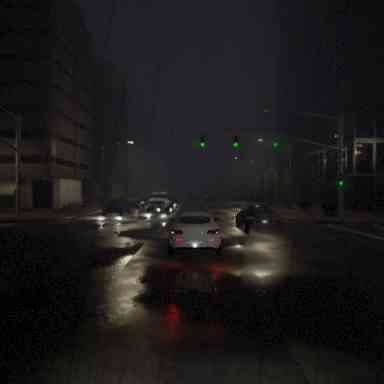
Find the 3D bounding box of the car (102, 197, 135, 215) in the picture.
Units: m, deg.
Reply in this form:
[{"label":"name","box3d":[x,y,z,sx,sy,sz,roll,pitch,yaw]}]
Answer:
[{"label":"car","box3d":[-7.115,1.326,31.868,1.882,1.535,5.008,0,0,1]}]

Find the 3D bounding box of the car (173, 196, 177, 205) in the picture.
[{"label":"car","box3d":[-3.559,1.258,46.355,1.882,1.535,5.008,0,0,0]}]

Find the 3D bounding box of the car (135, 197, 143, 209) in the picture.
[{"label":"car","box3d":[-7.076,1.350,41.633,2.033,1.411,5.357,0,0,0]}]

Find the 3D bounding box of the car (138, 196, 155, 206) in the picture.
[{"label":"car","box3d":[-7.022,1.319,51.588,1.994,1.385,4.181,0,0,1]}]

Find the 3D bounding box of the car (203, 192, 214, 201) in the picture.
[{"label":"car","box3d":[3.517,0.973,72.727,2.097,1.767,4.553,0,0,0]}]

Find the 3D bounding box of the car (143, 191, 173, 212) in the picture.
[{"label":"car","box3d":[-3.578,1.050,36.351,2.150,2.045,5.566,0,0,0]}]

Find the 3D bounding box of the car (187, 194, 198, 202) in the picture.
[{"label":"car","box3d":[0.117,1.174,64.282,1.882,1.535,5.008,0,0,0]}]

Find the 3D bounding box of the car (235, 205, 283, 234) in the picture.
[{"label":"car","box3d":[3.603,1.432,18.457,1.994,1.385,4.181,0,0,0]}]

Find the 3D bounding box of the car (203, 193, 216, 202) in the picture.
[{"label":"car","box3d":[3.515,1.261,64.203,1.994,1.385,4.181,0,0,0]}]

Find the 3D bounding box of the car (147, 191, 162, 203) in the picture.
[{"label":"car","box3d":[-6.985,0.927,62.277,2.150,2.045,5.566,0,0,0]}]

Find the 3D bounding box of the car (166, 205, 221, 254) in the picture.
[{"label":"car","box3d":[0.098,1.432,12.872,1.812,1.442,4.674,0,0,0]}]
